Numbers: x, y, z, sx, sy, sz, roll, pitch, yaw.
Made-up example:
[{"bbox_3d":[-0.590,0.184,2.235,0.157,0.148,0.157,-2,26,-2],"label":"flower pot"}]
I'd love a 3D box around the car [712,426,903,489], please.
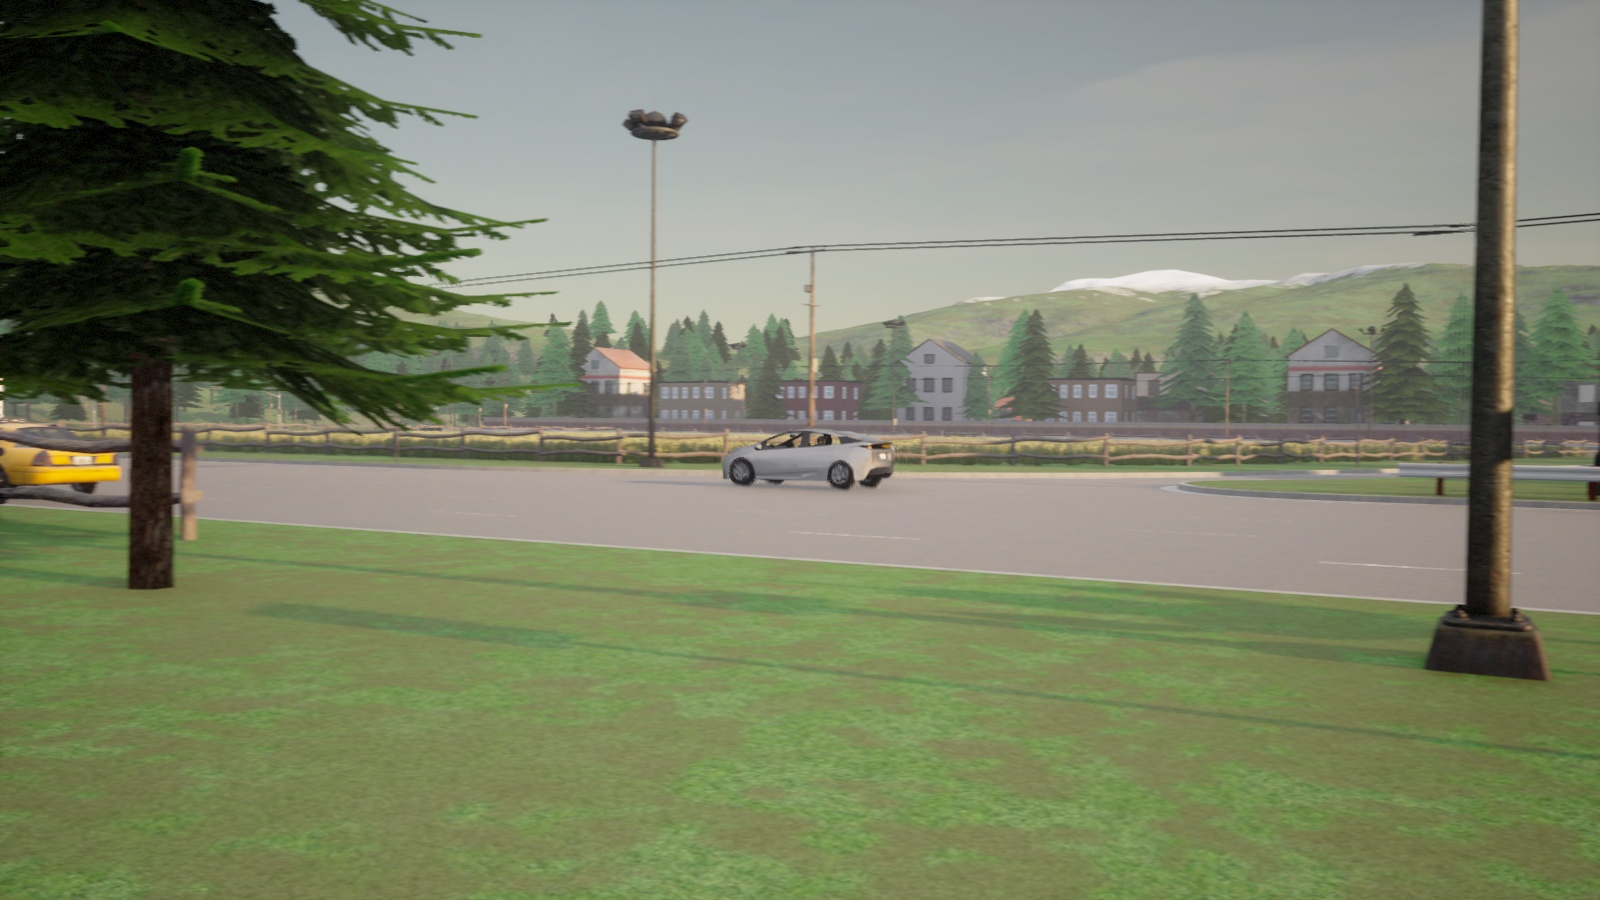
[{"bbox_3d":[0.177,0.167,32.407,4.514,1.525,2.007,0,1,29],"label":"car"}]

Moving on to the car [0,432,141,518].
[{"bbox_3d":[-15.740,0.450,25.161,5.366,1.575,1.801,0,1,29],"label":"car"}]

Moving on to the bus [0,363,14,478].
[{"bbox_3d":[-34.754,-1.069,47.501,10.273,4.253,3.944,0,1,29],"label":"bus"}]
